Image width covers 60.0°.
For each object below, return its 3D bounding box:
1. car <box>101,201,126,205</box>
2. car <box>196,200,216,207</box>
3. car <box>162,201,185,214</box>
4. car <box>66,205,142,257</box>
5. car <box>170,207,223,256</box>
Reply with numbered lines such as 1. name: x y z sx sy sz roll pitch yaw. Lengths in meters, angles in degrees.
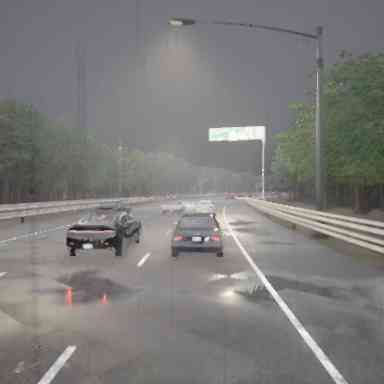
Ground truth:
1. car: -6.044 1.468 26.045 1.837 1.490 4.892 0 0 4
2. car: 1.311 1.499 31.554 1.812 1.442 4.674 0 0 5
3. car: -1.851 1.562 34.925 1.895 1.301 4.718 0 0 5
4. car: -3.168 1.474 12.842 2.128 1.511 4.902 0 0 2
5. car: 0.237 1.537 13.035 2.033 1.411 5.357 0 0 2
